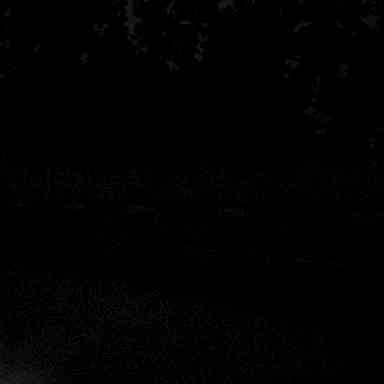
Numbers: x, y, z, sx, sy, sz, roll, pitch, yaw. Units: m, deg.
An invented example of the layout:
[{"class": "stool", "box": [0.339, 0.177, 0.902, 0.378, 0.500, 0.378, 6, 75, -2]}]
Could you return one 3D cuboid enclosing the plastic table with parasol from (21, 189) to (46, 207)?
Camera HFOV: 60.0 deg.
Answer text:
[{"class": "plastic table with parasol", "box": [-22.533, 0.870, 47.434, 2.482, 2.480, 2.482, -1, 0, -6]}]
